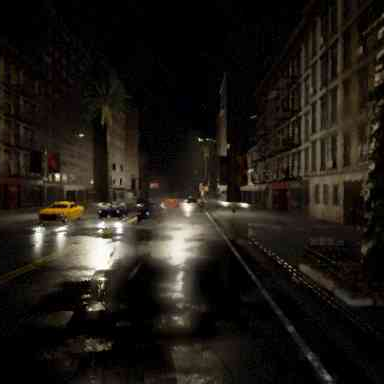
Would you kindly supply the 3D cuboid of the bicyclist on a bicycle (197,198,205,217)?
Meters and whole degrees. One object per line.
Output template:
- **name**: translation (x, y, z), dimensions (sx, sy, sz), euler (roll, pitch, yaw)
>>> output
- **bicyclist on a bicycle**: translation (0.894, 1.504, 30.450), dimensions (0.582, 1.620, 1.656), euler (0, -1, 0)

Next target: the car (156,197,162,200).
- **car**: translation (-6.502, 1.744, 70.034), dimensions (1.812, 1.442, 4.674), euler (0, 0, 0)

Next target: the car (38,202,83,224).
- **car**: translation (-9.846, 1.512, 25.304), dimensions (1.882, 1.535, 5.008), euler (0, 0, 0)

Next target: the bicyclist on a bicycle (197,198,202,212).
- **bicyclist on a bicycle**: translation (0.893, 1.534, 39.614), dimensions (0.582, 1.620, 1.656), euler (0, -1, 0)

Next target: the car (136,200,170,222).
- **car**: translation (-3.153, 1.585, 26.267), dimensions (2.033, 1.411, 5.357), euler (0, 0, 0)

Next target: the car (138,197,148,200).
- **car**: translation (-9.756, 1.750, 65.776), dimensions (1.994, 1.385, 4.181), euler (0, 0, 0)

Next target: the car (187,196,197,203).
- **car**: translation (-0.002, 1.816, 80.425), dimensions (2.128, 1.511, 4.902), euler (0, 0, 0)

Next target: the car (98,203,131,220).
- **car**: translation (-6.596, 1.645, 28.595), dimensions (1.895, 1.301, 4.718), euler (0, 0, 0)

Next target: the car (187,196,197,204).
- **car**: translation (0.011, 1.727, 69.187), dimensions (2.128, 1.511, 4.902), euler (0, 0, 0)

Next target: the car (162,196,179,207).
- **car**: translation (-3.153, 1.485, 52.600), dimensions (2.097, 1.767, 4.553), euler (0, 0, 0)
